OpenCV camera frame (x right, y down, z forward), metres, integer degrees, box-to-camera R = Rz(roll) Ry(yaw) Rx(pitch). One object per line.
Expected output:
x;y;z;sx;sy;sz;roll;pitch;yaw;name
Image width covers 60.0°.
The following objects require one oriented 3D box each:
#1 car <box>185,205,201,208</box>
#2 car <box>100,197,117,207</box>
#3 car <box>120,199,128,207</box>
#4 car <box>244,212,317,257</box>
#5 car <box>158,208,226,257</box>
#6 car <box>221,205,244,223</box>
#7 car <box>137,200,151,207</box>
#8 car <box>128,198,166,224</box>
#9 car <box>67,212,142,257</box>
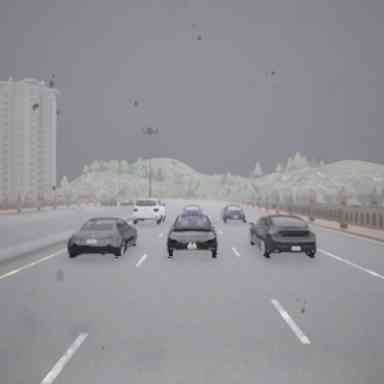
0.052;1.846;28.992;1.812;1.442;4.674;0;0;1;car
-16.538;1.960;66.500;2.150;2.045;5.566;0;-1;2;car
-13.037;2.214;66.503;1.882;1.535;5.008;0;0;2;car
3.527;1.658;13.606;1.837;1.490;4.892;0;0;1;car
0.027;1.644;13.607;2.128;1.511;4.902;0;0;1;car
3.552;1.846;28.987;1.812;1.442;4.674;0;0;1;car
-9.537;2.332;66.450;1.895;1.301;4.718;0;-1;2;car
-3.477;1.532;27.672;2.150;2.045;5.566;0;0;1;car
-3.473;1.716;13.600;1.994;1.385;4.181;0;-1;1;car
